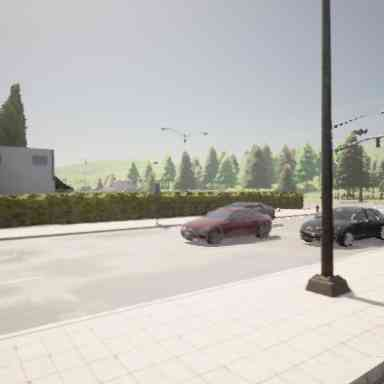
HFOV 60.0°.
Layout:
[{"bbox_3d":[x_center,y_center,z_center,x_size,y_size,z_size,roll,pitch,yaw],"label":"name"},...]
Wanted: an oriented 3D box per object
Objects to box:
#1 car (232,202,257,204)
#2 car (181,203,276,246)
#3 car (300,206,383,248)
[{"bbox_3d":[3.054,1.372,20.364,4.902,1.511,2.128,-1,0,-36],"label":"car"},{"bbox_3d":[1.690,1.441,15.073,4.674,1.442,1.812,-1,0,-36],"label":"car"},{"bbox_3d":[6.657,1.390,14.335,4.892,1.490,1.837,0,0,-36],"label":"car"}]
